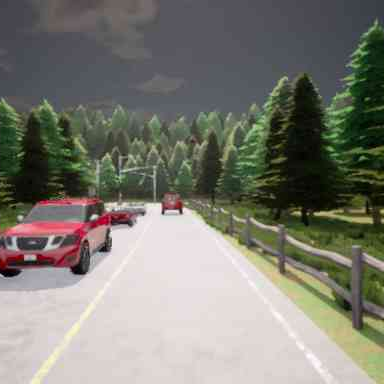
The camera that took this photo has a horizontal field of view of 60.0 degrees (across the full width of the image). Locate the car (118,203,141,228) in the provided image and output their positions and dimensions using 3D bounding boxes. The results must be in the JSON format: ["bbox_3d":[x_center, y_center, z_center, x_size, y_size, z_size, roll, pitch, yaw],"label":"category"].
[{"bbox_3d":[-4.850,1.647,22.815,1.895,1.301,4.718,-1,0,-4],"label":"car"}]

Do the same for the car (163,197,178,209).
[{"bbox_3d":[-3.142,1.492,47.881,1.882,1.535,5.008,-1,0,-6],"label":"car"}]

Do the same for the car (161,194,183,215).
[{"bbox_3d":[-2.101,1.232,35.056,2.150,2.045,5.566,-1,0,-4],"label":"car"}]

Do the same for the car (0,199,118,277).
[{"bbox_3d":[-4.092,1.260,10.861,2.150,2.045,5.566,-1,0,-3],"label":"car"}]

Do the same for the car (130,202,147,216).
[{"bbox_3d":[-5.602,1.649,33.507,1.895,1.301,4.718,-1,0,-4],"label":"car"}]
